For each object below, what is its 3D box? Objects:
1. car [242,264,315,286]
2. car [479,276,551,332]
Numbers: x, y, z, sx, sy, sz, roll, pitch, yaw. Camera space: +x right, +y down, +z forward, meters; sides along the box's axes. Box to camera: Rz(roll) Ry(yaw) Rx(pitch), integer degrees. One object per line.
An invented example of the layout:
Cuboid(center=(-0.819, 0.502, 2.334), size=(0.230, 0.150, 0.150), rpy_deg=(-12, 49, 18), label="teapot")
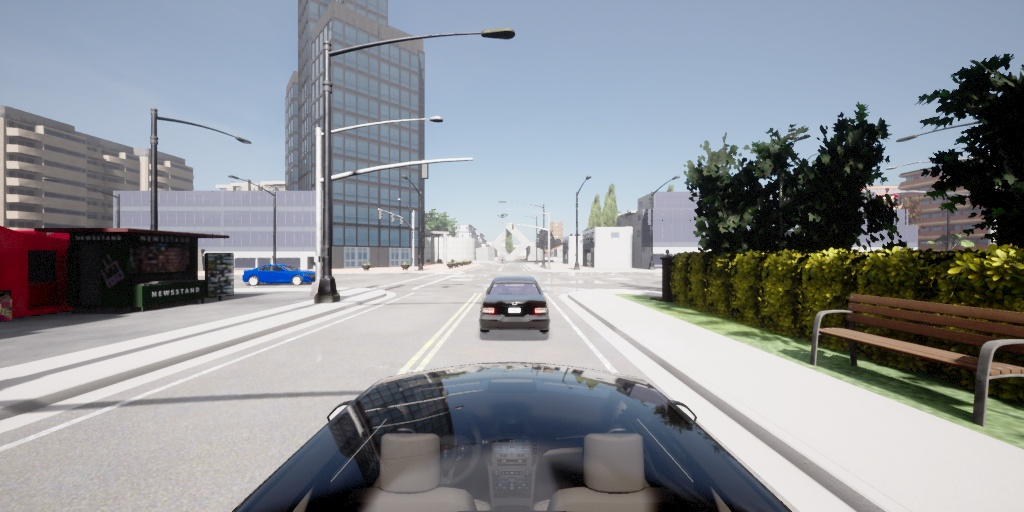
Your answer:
Cuboid(center=(-16.776, 1.336, 26.166), size=(5.008, 1.535, 1.882), rpy_deg=(-1, 0, 0), label="car")
Cuboid(center=(0.070, 1.297, 10.756), size=(2.033, 1.411, 5.357), rpy_deg=(0, 0, 0), label="car")
